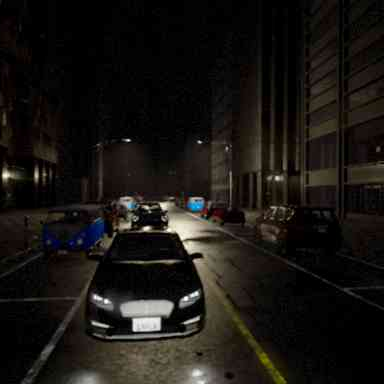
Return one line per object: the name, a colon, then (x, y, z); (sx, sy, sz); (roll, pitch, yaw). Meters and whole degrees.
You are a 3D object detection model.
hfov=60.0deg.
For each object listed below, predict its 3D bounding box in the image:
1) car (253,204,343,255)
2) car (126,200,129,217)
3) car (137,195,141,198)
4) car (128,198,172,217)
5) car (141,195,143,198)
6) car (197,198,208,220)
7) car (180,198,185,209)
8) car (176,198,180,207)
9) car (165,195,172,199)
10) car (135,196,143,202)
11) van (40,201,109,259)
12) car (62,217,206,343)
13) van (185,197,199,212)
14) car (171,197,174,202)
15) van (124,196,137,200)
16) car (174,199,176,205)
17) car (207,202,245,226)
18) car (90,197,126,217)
car: (4.108, 1.411, 13.664); (2.192, 1.841, 5.009); (0, 0, -7)
car: (-6.514, 1.681, 29.242); (2.008, 1.369, 4.403); (0, 0, -7)
car: (-9.405, 1.682, 51.493); (1.967, 1.590, 4.097); (0, 0, -7)
car: (-2.555, 1.451, 20.179); (2.097, 1.767, 4.553); (0, 0, -8)
car: (-11.553, 1.855, 68.011); (1.752, 1.417, 4.829); (0, 0, -7)
car: (1.939, 1.618, 30.350); (1.967, 1.590, 4.097); (0, 0, -7)
car: (-0.230, 1.806, 47.036); (1.887, 1.381, 4.507); (0, 0, -7)
car: (-0.953, 1.856, 52.599); (1.947, 1.339, 4.313); (0, 0, -7)
car: (-5.290, 2.030, 85.971); (2.008, 1.369, 4.403); (0, 0, -7)
car: (-14.466, 1.905, 90.431); (1.967, 1.590, 4.097); (0, 0, -7)
van: (-4.345, 1.389, 12.555); (1.690, 1.788, 3.998); (0, 0, -7)
car: (-0.925, 1.525, 6.893); (2.128, 1.511, 4.902); (0, 0, -7)
van: (0.494, 1.575, 41.475); (1.690, 1.788, 3.998); (0, 0, -7)
car: (-2.421, 1.873, 63.892); (1.752, 1.417, 4.829); (0, 0, -7)
van: (-7.959, 1.527, 40.368); (1.690, 1.788, 3.998); (0, 0, -7)
car: (-1.698, 1.844, 58.330); (1.752, 1.417, 4.829); (0, 0, -7)
car: (2.661, 1.695, 24.787); (1.887, 1.381, 4.507); (0, 0, -7)
car: (-5.067, 1.390, 18.118); (2.192, 1.841, 5.009); (0, 0, -7)
